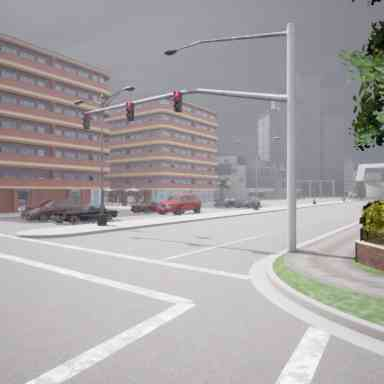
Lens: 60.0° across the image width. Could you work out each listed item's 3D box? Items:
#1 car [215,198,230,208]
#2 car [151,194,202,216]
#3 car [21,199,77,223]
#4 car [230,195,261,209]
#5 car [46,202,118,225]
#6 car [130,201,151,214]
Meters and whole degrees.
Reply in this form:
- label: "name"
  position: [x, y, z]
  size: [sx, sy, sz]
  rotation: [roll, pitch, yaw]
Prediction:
- label: "car"
  position: [5.047, 1.526, 47.772]
  size: [1.812, 1.442, 4.674]
  rotation: [0, 0, 36]
- label: "car"
  position: [-1.163, 1.216, 33.361]
  size: [2.150, 2.045, 5.566]
  rotation: [0, 1, 35]
- label: "car"
  position: [-10.831, 1.353, 26.015]
  size: [2.097, 1.767, 4.553]
  rotation: [0, 0, 36]
- label: "car"
  position: [7.623, 1.352, 45.369]
  size: [2.097, 1.767, 4.553]
  rotation: [0, 0, 36]
- label: "car"
  position: [-7.770, 1.601, 24.270]
  size: [1.895, 1.301, 4.718]
  rotation: [0, 0, 36]
- label: "car"
  position: [-4.271, 1.601, 35.018]
  size: [1.895, 1.301, 4.718]
  rotation: [0, 0, 36]
